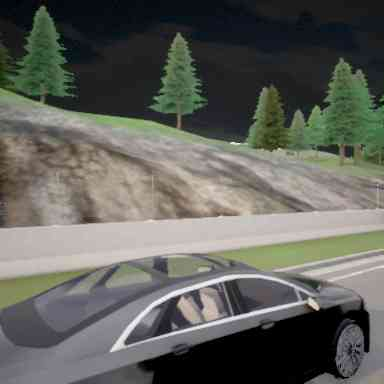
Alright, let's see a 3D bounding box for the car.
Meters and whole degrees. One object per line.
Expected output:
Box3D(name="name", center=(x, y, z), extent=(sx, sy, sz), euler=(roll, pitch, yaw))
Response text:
Box3D(name="car", center=(0.185, 1.498, 3.876), extent=(4.902, 1.511, 2.128), euler=(0, 0, -36))
